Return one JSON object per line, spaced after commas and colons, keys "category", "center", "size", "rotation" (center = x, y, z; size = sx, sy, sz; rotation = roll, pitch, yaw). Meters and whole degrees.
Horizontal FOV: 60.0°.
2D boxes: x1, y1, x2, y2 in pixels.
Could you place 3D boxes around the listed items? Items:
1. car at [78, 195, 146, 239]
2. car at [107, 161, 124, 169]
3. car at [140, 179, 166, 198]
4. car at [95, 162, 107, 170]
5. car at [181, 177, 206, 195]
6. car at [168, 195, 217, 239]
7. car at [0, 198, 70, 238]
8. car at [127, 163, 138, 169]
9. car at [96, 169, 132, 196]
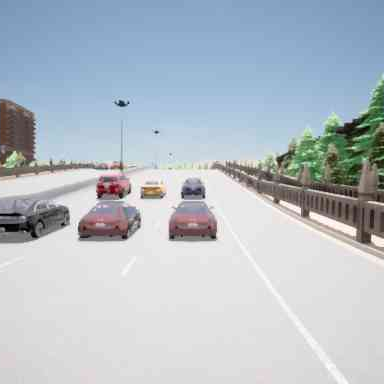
{"category": "car", "center": [-3.460, 1.086, 14.589], "size": [1.994, 1.385, 4.181], "rotation": [0, 4, 0]}
{"category": "car", "center": [-17.119, -6.051, 75.969], "size": [2.150, 2.045, 5.566], "rotation": [0, 7, 0]}
{"category": "car", "center": [-3.378, -0.394, 29.432], "size": [1.882, 1.535, 5.008], "rotation": [0, 6, 0]}
{"category": "car", "center": [-20.619, -5.928, 76.062], "size": [2.097, 1.767, 4.553], "rotation": [0, 7, 0]}
{"category": "car", "center": [0.123, -0.525, 29.508], "size": [2.097, 1.767, 4.553], "rotation": [0, 6, 0]}
{"category": "car", "center": [0.040, 1.086, 14.570], "size": [1.994, 1.385, 4.181], "rotation": [0, 4, 0]}
{"category": "car", "center": [-6.960, 1.008, 14.607], "size": [2.128, 1.511, 4.902], "rotation": [0, 4, 0]}
{"category": "car", "center": [-13.619, -5.803, 76.008], "size": [1.882, 1.535, 5.008], "rotation": [0, 7, 0]}
{"category": "car", "center": [-6.877, -0.639, 29.601], "size": [2.150, 2.045, 5.566], "rotation": [0, 7, 0]}
